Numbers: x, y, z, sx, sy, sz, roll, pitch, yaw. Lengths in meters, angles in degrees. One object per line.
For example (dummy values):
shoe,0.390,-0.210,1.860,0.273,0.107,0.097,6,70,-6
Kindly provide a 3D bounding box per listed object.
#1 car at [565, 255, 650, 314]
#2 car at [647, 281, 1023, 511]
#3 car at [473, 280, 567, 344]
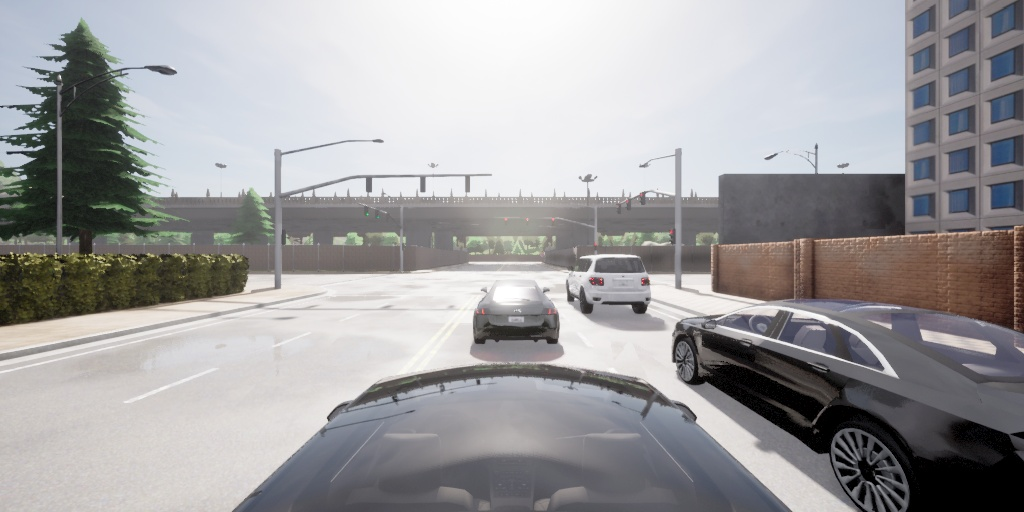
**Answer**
car,3.488,0.971,13.931,2.150,2.045,5.566,0,0,0
car,3.595,1.242,4.126,2.128,1.511,4.902,0,0,0
car,0.092,1.314,9.586,1.994,1.385,4.181,0,0,0
